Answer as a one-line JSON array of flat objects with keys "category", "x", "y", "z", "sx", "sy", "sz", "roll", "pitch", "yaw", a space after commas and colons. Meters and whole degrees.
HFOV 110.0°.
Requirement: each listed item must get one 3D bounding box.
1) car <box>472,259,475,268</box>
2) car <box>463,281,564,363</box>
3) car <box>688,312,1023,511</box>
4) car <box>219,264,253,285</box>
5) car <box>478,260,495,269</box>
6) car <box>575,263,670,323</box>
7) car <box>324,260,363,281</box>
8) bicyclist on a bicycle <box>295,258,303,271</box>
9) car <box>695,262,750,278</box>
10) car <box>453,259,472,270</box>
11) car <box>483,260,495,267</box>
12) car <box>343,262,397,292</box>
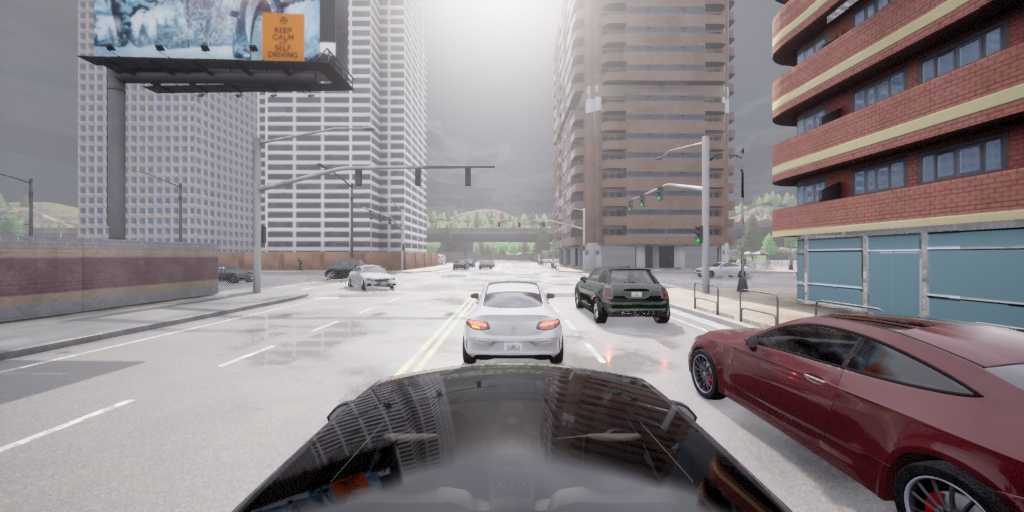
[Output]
[{"category": "car", "x": -7.549, "y": 1.228, "z": 63.007, "sx": 1.882, "sy": 1.535, "sz": 5.008, "roll": 0, "pitch": 0, "yaw": 0}, {"category": "car", "x": 0.017, "y": 1.276, "z": 8.001, "sx": 1.812, "sy": 1.442, "sz": 4.674, "roll": 0, "pitch": 0, "yaw": 0}, {"category": "car", "x": 3.580, "y": 1.276, "z": 3.498, "sx": 1.812, "sy": 1.442, "sz": 4.674, "roll": 0, "pitch": 0, "yaw": 0}, {"category": "car", "x": -21.042, "y": 1.275, "z": 25.796, "sx": 4.674, "sy": 1.442, "sz": 1.812, "roll": 0, "pitch": 0, "yaw": 0}, {"category": "car", "x": -4.012, "y": 1.276, "z": 55.028, "sx": 1.812, "sy": 1.442, "sz": 4.674, "roll": 0, "pitch": 0, "yaw": -1}, {"category": "car", "x": 3.499, "y": 1.102, "z": 12.217, "sx": 2.097, "sy": 1.767, "sz": 4.553, "roll": 0, "pitch": 0, "yaw": 0}, {"category": "car", "x": -12.944, "y": 1.101, "z": 29.857, "sx": 4.553, "sy": 1.767, "sz": 2.097, "roll": 0, "pitch": 0, "yaw": -7}, {"category": "bicyclist on a bicycle", "x": -25.974, "y": 1.051, "z": 43.763, "sx": 0.582, "sy": 1.620, "sz": 1.656, "roll": 0, "pitch": 0, "yaw": 0}, {"category": "car", "x": 19.387, "y": 1.276, "z": 33.079, "sx": 4.674, "sy": 1.442, "sz": 1.812, "roll": 0, "pitch": 0, "yaw": 0}, {"category": "car", "x": -7.498, "y": 1.228, "z": 52.986, "sx": 1.882, "sy": 1.535, "sz": 5.008, "roll": 0, "pitch": 0, "yaw": 0}, {"category": "car", "x": -4.052, "y": 1.351, "z": 65.008, "sx": 1.895, "sy": 1.301, "sz": 4.718, "roll": 0, "pitch": 0, "yaw": 0}, {"category": "car", "x": -8.542, "y": 1.276, "z": 21.775, "sx": 1.812, "sy": 1.442, "sz": 4.674, "roll": 1, "pitch": -1, "yaw": -38}]
